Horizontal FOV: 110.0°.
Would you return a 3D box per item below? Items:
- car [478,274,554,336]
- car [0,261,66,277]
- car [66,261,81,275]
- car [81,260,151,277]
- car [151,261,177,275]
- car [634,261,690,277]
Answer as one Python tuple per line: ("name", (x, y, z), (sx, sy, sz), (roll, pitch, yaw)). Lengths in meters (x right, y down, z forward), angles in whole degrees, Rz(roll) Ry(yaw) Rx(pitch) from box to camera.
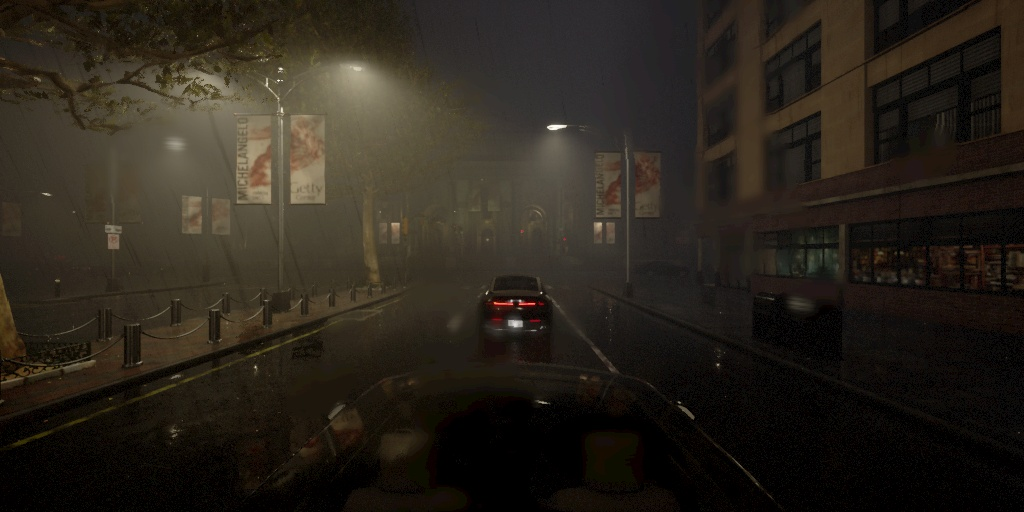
("car", (0.122, 1.255, 10.365), (1.837, 1.490, 4.892), (0, 0, 1))
("car", (-47.267, 1.255, 34.907), (4.892, 1.490, 1.837), (0, 0, -1))
("car", (-48.153, 1.241, 38.414), (4.902, 1.511, 2.128), (0, 0, 0))
("car", (-38.407, 1.314, 34.877), (4.181, 1.385, 1.994), (0, 0, 0))
("car", (-38.903, 1.228, 38.383), (5.008, 1.535, 1.882), (0, 0, 0))
("car", (14.290, 1.228, 34.269), (5.008, 1.535, 1.882), (0, 0, 1))
